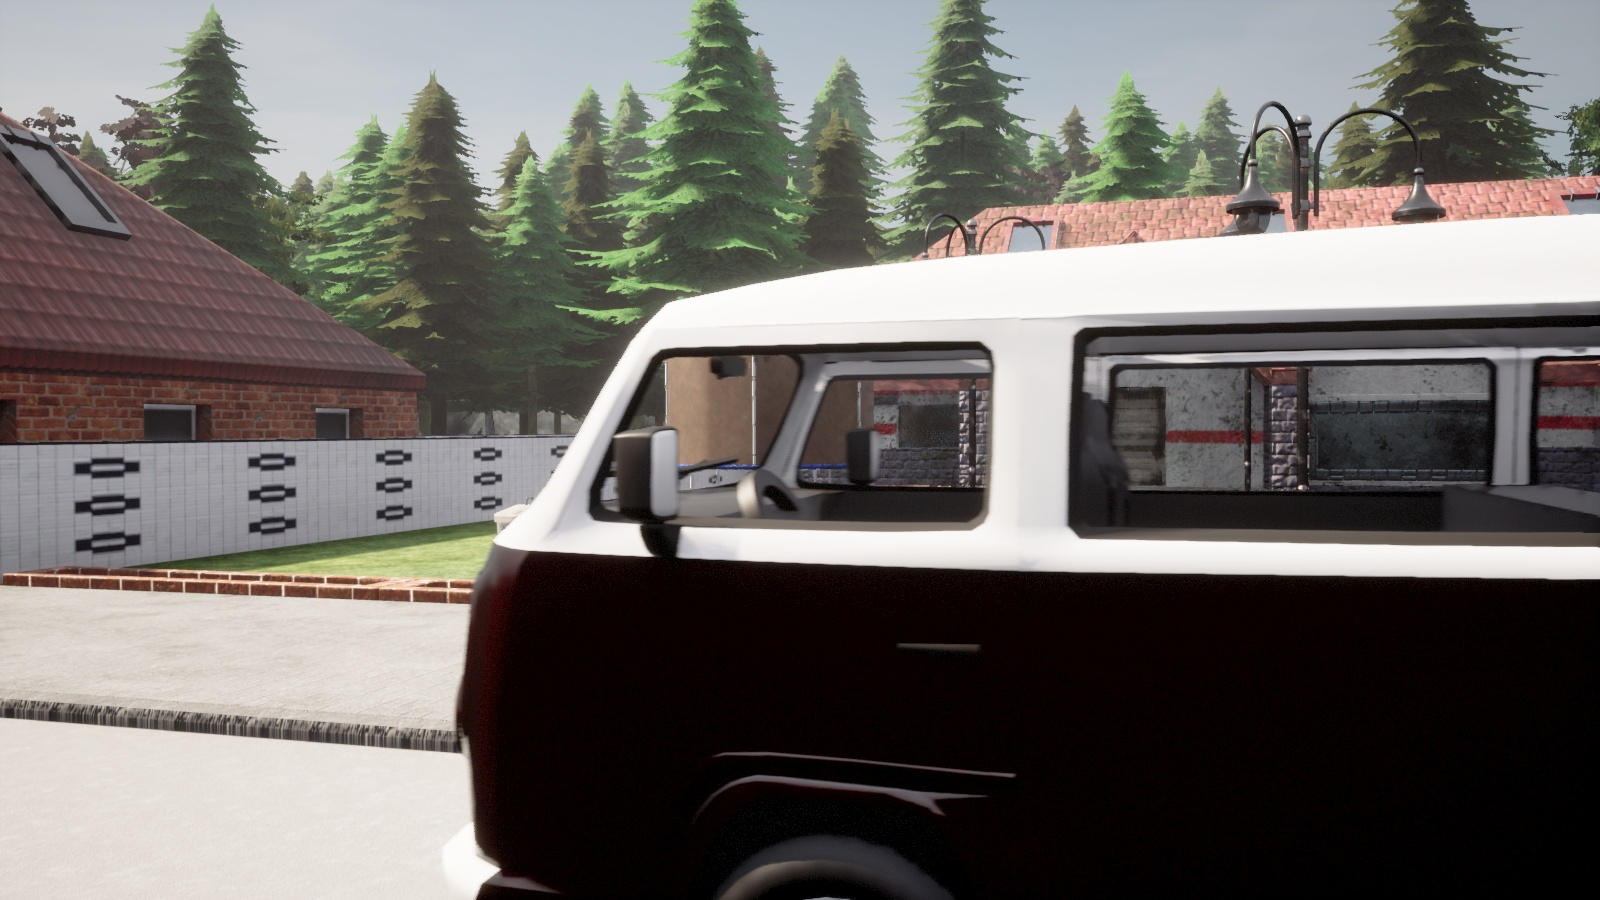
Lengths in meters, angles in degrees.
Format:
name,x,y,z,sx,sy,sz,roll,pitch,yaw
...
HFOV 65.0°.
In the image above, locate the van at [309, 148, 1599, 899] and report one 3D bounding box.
name,x,y,z,sx,sy,sz,roll,pitch,yaw
van,1.353,0.505,3.146,4.480,2.038,2.069,1,1,16
